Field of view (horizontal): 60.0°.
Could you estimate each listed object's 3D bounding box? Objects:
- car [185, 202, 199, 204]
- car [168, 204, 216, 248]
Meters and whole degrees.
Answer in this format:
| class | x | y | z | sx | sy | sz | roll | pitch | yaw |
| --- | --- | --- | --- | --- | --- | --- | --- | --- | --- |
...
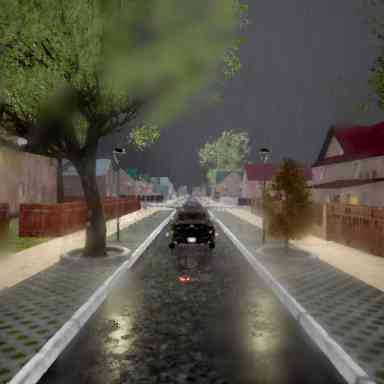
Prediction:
| class | x | y | z | sx | sy | sz | roll | pitch | yaw |
| --- | --- | --- | --- | --- | --- | --- | --- | --- | --- |
| car | 0.000 | 1.580 | 29.653 | 1.994 | 1.385 | 4.181 | 0 | 0 | 0 |
| car | 0.000 | 1.515 | 14.651 | 1.837 | 1.490 | 4.892 | 0 | 0 | 0 |
